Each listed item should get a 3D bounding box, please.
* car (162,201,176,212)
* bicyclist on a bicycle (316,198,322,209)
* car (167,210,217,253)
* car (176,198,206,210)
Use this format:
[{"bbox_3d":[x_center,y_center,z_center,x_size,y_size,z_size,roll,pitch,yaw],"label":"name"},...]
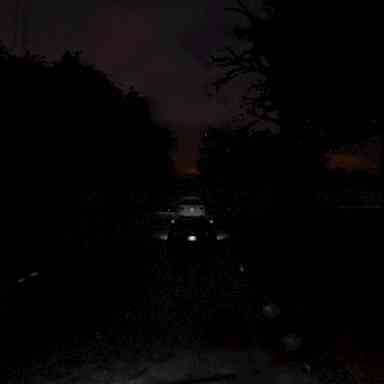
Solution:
[{"bbox_3d":[-2.998,1.954,45.289,2.033,1.411,5.357,0,0,0],"label":"car"},{"bbox_3d":[18.549,1.738,48.717,0.582,1.620,1.656,-1,-1,0],"label":"bicyclist on a bicycle"},{"bbox_3d":[0.009,1.704,14.347,1.994,1.385,4.181,0,-1,0],"label":"car"},{"bbox_3d":[0.004,1.495,29.074,2.150,2.045,5.566,0,0,0],"label":"car"}]
